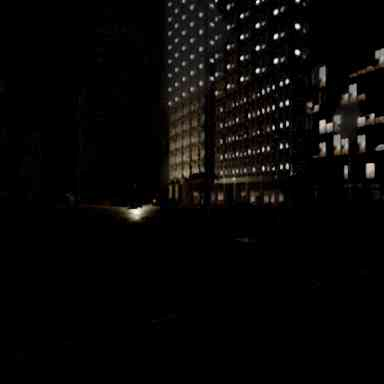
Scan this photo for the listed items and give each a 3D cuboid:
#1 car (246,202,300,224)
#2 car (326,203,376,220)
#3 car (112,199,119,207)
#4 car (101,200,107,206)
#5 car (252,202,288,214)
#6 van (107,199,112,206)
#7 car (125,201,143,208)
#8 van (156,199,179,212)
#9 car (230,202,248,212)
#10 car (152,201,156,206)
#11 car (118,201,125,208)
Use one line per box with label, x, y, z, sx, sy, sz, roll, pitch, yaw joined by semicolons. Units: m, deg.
car;6.580;1.698;26.228;2.008;1.369;4.403;-1;0;-26
car;14.132;1.692;29.860;2.008;1.369;4.403;-1;0;-26
car;-15.353;2.567;71.849;1.887;1.381;4.507;-1;-1;-26
car;-22.663;2.872;87.055;1.887;1.381;4.507;-1;-1;-26
car;9.258;1.895;39.998;1.947;1.339;4.313;-1;0;-26
van;-17.794;2.465;76.919;1.690;1.788;3.998;-1;-1;-26
car;-10.479;2.372;61.711;2.008;1.369;4.403;-1;-1;-26
van;-3.173;1.868;46.507;1.690;1.788;3.998;-1;-1;-26
car;6.821;1.990;45.067;1.947;1.339;4.313;-1;0;-26
car;-7.800;2.598;75.481;1.802;1.307;4.206;-1;0;-26
car;-12.844;2.443;66.628;1.752;1.417;4.829;-1;-1;-26
